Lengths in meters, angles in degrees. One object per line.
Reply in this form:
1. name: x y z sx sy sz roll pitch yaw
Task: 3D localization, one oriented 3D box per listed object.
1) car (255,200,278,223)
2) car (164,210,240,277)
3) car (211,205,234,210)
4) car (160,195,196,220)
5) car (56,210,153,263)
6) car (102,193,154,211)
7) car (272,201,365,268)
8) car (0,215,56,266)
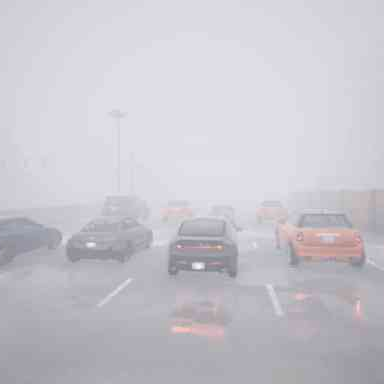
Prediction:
1. car: 6.059 1.389 25.849 2.097 1.767 4.553 0 0 8
2. car: 0.476 1.519 10.286 1.837 1.490 4.892 0 0 8
3. car: 2.123 1.581 22.979 2.033 1.411 5.357 0 0 8
4. car: -0.875 1.390 26.804 2.097 1.767 4.553 0 0 8
5. car: -2.805 1.581 12.111 1.994 1.385 4.181 0 0 8
6. car: -4.738 1.257 24.440 2.150 2.045 5.566 0 0 8
7. car: 4.182 1.369 11.571 2.097 1.767 4.553 0 0 8
8. car: -6.405 1.542 11.599 1.812 1.442 4.674 0 0 8
